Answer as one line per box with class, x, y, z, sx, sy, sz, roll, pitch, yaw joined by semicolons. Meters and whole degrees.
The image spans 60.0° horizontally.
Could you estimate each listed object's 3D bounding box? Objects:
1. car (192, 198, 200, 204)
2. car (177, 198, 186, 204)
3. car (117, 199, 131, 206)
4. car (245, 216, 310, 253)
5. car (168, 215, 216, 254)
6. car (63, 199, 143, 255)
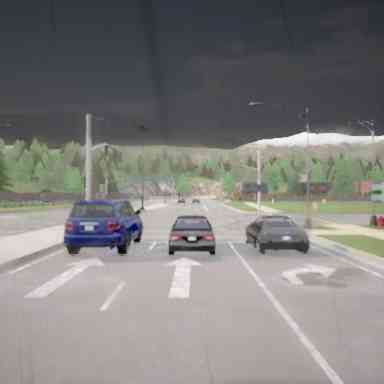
car;0.978;2.150;81.774;1.994;1.385;4.181;0;-1;1
car;-2.521;2.194;81.854;1.895;1.301;4.718;0;-1;1
car;-14.206;2.151;69.818;1.837;1.490;4.892;0;-1;1
car;3.508;1.699;14.335;1.994;1.385;4.181;0;0;0
car;0.002;1.679;13.994;2.033;1.411;5.357;0;-1;0
car;-3.499;1.349;14.025;2.150;2.045;5.566;0;0;0
